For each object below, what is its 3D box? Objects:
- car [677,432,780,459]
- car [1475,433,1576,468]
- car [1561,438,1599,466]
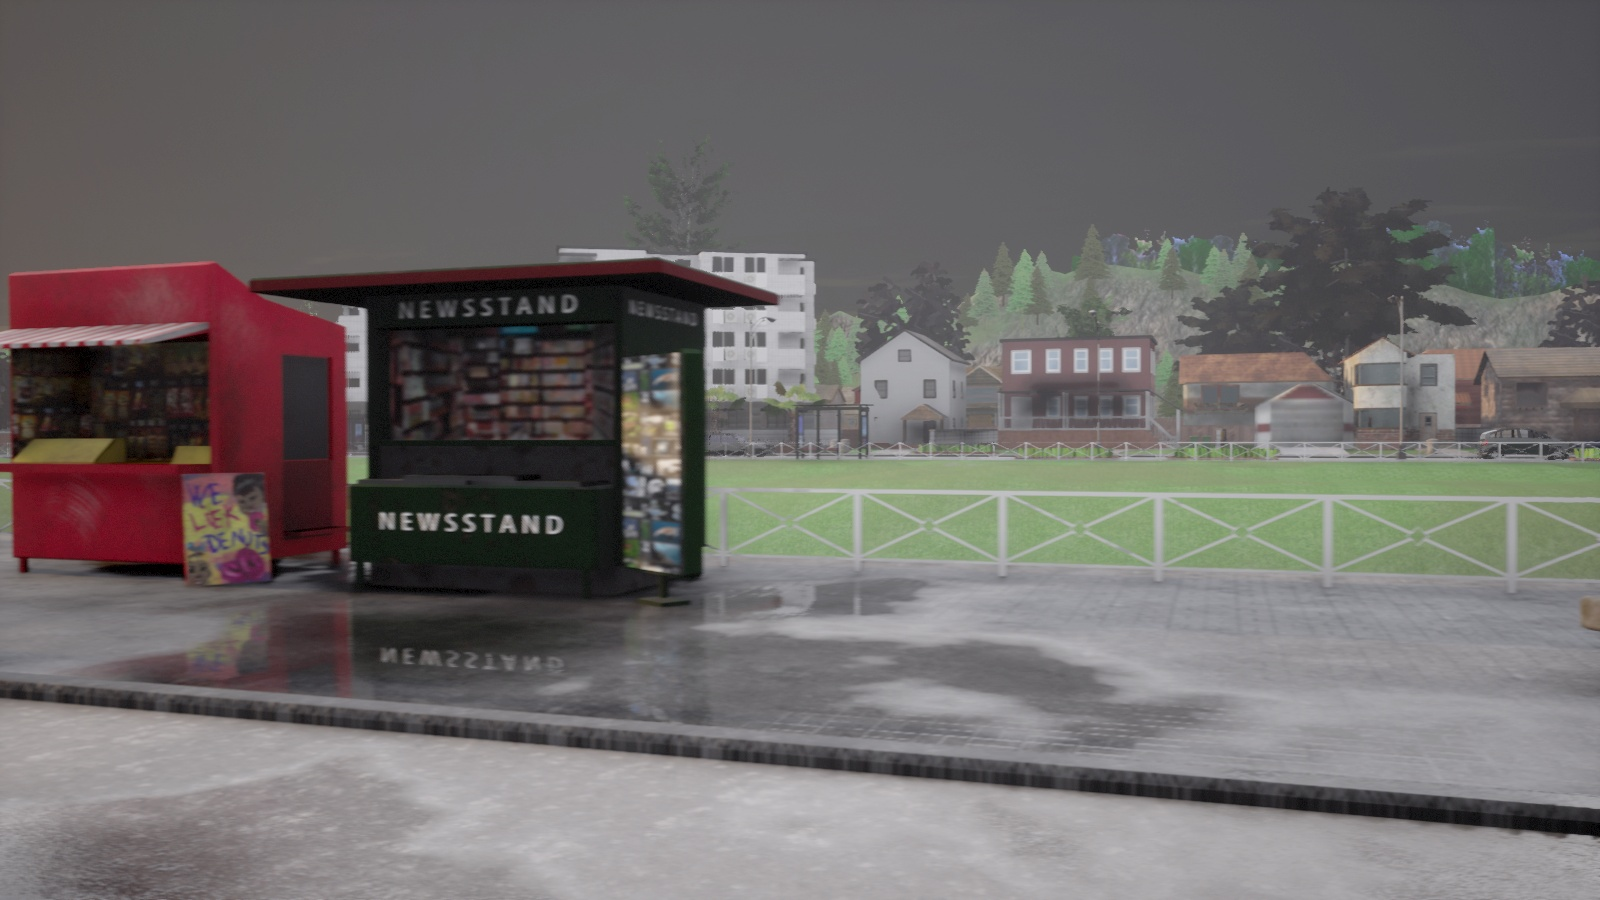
[{"bbox_3d":[-3.995,-0.265,70.163,5.357,1.411,2.033,1,1,19],"label":"car"},{"bbox_3d":[33.224,0.007,57.632,3.705,1.549,1.789,0,1,19],"label":"car"},{"bbox_3d":[39.206,0.116,59.840,4.718,1.301,1.895,1,1,19],"label":"car"}]
